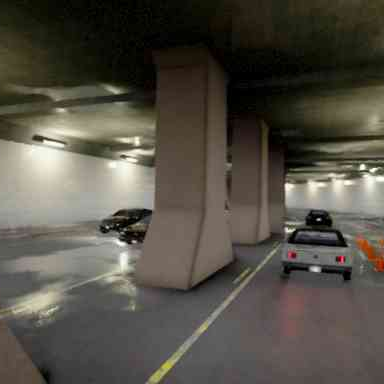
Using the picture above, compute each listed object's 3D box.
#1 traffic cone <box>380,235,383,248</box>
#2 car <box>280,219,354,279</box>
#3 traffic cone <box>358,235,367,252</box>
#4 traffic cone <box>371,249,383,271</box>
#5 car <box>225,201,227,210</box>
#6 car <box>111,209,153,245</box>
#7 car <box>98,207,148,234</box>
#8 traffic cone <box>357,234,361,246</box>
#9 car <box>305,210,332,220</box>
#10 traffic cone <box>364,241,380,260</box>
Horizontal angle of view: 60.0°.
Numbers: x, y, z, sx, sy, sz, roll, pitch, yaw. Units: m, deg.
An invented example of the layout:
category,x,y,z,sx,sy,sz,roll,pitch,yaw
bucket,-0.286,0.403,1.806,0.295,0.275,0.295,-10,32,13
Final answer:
category,x,y,z,sx,sy,sz,roll,pitch,yaw
traffic cone,9.191,2.349,15.926,0.340,0.580,0.340,1,-1,21
car,4.140,1.833,11.023,1.895,1.301,4.718,1,-1,21
traffic cone,7.529,2.298,14.431,0.340,0.580,0.340,1,-1,21
traffic cone,6.067,2.218,10.709,0.340,0.580,0.340,1,-1,21
car,4.955,2.166,60.315,2.150,2.045,5.566,1,-1,-1
car,-1.450,1.756,16.483,2.033,1.411,5.357,1,-1,21
car,-3.721,1.727,20.326,1.837,1.490,4.892,1,-1,21
traffic cone,8.261,2.337,16.292,0.340,0.580,0.340,1,-1,21
car,10.425,2.144,27.556,1.994,1.385,4.181,1,-1,19
traffic cone,6.798,2.258,12.570,0.340,0.580,0.340,1,-1,21
